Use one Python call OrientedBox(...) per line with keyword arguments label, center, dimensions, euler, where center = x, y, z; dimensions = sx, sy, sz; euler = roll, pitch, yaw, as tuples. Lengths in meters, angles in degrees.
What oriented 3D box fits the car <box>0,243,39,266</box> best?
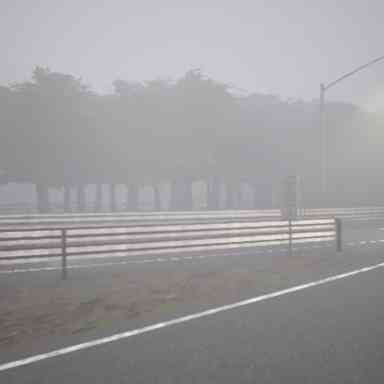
OrientedBox(label="car", center=(-7.705, 1.621, 10.901), dimensions=(4.892, 1.490, 1.837), euler=(0, 0, -21))
